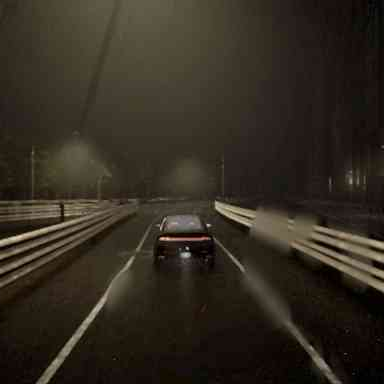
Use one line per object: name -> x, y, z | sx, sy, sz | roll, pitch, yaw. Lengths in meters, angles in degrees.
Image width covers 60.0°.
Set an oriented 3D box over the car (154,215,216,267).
car -> -0.297, 1.557, 11.701 | 2.128, 1.511, 4.902 | 0, 0, -3
